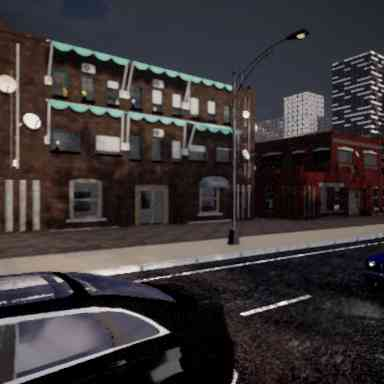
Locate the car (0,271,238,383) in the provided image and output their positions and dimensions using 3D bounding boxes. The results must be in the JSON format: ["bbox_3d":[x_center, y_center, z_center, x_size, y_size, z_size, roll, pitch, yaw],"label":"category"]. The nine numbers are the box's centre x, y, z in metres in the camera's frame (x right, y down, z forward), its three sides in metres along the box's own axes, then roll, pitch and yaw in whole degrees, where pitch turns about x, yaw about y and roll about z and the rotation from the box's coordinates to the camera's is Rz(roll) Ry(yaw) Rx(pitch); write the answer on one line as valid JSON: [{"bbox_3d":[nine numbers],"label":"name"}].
[{"bbox_3d":[-1.809,1.490,2.449,4.902,1.511,2.128,1,-1,-38],"label":"car"}]

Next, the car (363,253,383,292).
[{"bbox_3d":[6.177,1.716,8.088,4.718,1.301,1.895,1,0,-35],"label":"car"}]
